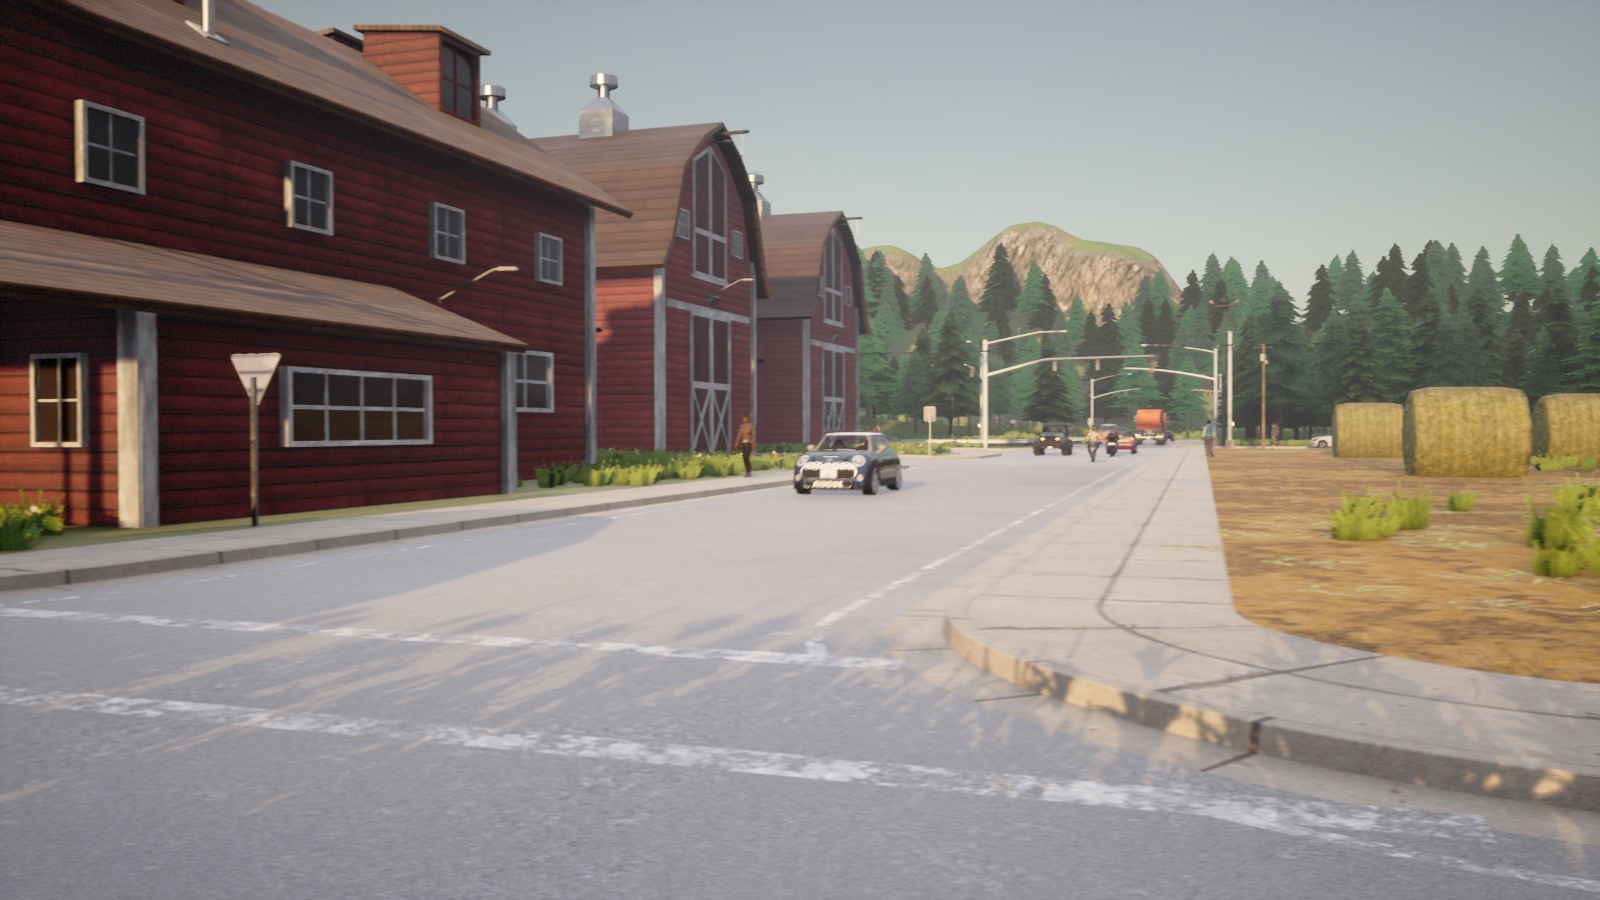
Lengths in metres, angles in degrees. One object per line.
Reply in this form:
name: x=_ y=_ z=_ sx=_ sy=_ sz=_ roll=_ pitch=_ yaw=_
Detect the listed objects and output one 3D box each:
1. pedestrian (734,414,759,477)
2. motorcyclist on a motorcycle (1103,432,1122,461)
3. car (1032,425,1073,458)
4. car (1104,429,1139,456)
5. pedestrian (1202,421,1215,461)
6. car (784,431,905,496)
pedestrian: x=-1.546 y=-0.133 z=36.206 sx=0.328 sy=1.805 sz=0.869 roll=1 pitch=1 yaw=27
motorcyclist on a motorcycle: x=17.204 y=-0.211 z=69.173 sx=0.866 sy=1.530 sz=2.191 roll=1 pitch=2 yaw=18
car: x=14.607 y=-0.515 z=72.534 sx=1.905 sy=1.878 sz=3.866 roll=1 pitch=1 yaw=18
car: x=19.828 y=-0.473 z=77.366 sx=1.851 sy=1.617 sz=3.988 roll=1 pitch=1 yaw=18
pedestrian: x=19.891 y=-0.446 z=61.176 sx=0.396 sy=1.930 sz=0.692 roll=0 pitch=1 yaw=1
car: x=1.156 y=0.277 z=30.494 sx=1.970 sy=1.475 sz=3.806 roll=1 pitch=1 yaw=18
